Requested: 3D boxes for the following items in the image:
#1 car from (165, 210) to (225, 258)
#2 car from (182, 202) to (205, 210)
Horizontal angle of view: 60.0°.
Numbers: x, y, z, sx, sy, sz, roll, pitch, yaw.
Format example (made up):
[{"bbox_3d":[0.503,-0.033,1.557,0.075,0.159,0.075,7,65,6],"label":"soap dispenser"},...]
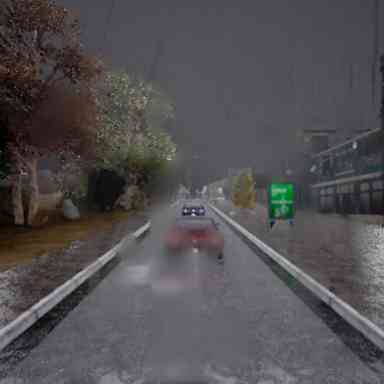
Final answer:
[{"bbox_3d":[0.103,1.569,12.634,1.895,1.301,4.718,0,0,0],"label":"car"},{"bbox_3d":[0.121,1.523,28.392,1.895,1.301,4.718,0,0,0],"label":"car"}]
